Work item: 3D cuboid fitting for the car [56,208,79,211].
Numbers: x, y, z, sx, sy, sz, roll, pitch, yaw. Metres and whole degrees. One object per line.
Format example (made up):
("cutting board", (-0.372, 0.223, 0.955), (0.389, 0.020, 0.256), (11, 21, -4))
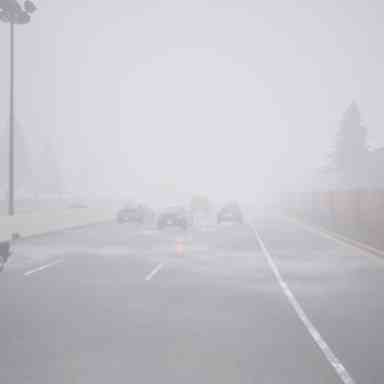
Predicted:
("car", (-10.807, 1.753, 30.198), (1.994, 1.385, 4.181), (0, 0, 8))

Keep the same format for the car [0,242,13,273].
("car", (-6.387, 1.643, 7.719), (1.895, 1.301, 4.718), (0, 0, 5))

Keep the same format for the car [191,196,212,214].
("car", (1.110, 1.492, 38.766), (2.150, 2.045, 5.566), (0, 0, 7))

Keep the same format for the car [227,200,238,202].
("car", (5.028, 1.800, 41.593), (1.837, 1.490, 4.892), (0, 0, 8))

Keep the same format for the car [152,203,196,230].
("car", (-1.062, 1.678, 22.317), (1.812, 1.442, 4.674), (0, -1, 7))

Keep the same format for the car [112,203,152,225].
("car", (-4.185, 1.659, 25.394), (2.128, 1.511, 4.902), (0, 0, 8))

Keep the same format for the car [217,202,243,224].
("car", (3.088, 1.755, 26.994), (1.994, 1.385, 4.181), (0, 0, 8))

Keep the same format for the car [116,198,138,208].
("car", (-10.876, 1.856, 55.964), (2.128, 1.511, 4.902), (0, 0, 8))
